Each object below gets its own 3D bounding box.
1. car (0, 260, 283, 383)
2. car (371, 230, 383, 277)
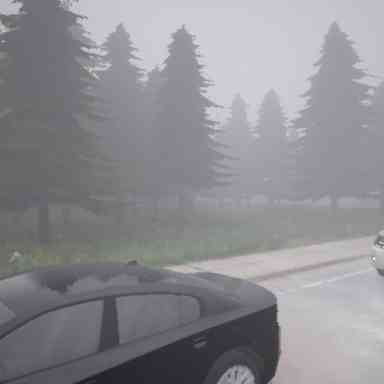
[{"bbox_3d":[-1.308,1.484,3.054,5.008,1.535,1.882,0,0,-36],"label":"car"},{"bbox_3d":[7.209,1.257,9.176,5.566,2.045,2.150,0,0,-36],"label":"car"}]
